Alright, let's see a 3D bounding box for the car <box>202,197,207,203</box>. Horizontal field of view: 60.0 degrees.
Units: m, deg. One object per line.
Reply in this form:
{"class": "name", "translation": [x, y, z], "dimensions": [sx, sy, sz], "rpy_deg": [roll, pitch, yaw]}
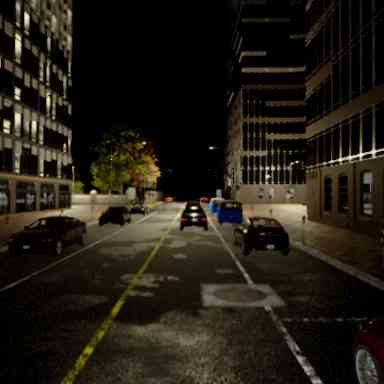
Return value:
{"class": "car", "translation": [2.776, 1.858, 74.540], "dimensions": [1.967, 1.590, 4.097], "rpy_deg": [0, 0, 0]}

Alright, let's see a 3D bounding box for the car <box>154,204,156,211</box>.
{"class": "car", "translation": [-5.769, 1.803, 43.656], "dimensions": [1.752, 1.417, 4.829], "rpy_deg": [0, 0, 0]}

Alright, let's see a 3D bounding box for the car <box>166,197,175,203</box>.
{"class": "car", "translation": [-5.593, 2.021, 85.909], "dimensions": [2.008, 1.369, 4.403], "rpy_deg": [0, 0, 0]}

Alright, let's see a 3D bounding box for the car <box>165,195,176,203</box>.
{"class": "car", "translation": [-5.599, 1.989, 80.226], "dimensions": [1.887, 1.381, 4.507], "rpy_deg": [0, 0, 0]}

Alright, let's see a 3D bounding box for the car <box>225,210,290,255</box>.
{"class": "car", "translation": [2.705, 1.667, 13.612], "dimensions": [2.008, 1.369, 4.403], "rpy_deg": [0, 0, 0]}

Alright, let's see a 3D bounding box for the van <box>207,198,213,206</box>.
{"class": "van", "translation": [2.815, 1.585, 36.415], "dimensions": [1.690, 1.788, 3.998], "rpy_deg": [0, 0, 0]}

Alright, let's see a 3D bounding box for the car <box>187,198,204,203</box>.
{"class": "car", "translation": [0.146, 1.741, 40.580], "dimensions": [1.882, 1.535, 5.008], "rpy_deg": [0, -1, 0]}

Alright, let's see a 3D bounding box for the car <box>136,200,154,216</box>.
{"class": "car", "translation": [-5.728, 1.811, 36.422], "dimensions": [1.947, 1.339, 4.313], "rpy_deg": [0, 0, 0]}

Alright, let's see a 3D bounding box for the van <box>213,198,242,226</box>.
{"class": "van", "translation": [2.721, 1.531, 25.019], "dimensions": [1.690, 1.788, 3.998], "rpy_deg": [0, 0, 0]}

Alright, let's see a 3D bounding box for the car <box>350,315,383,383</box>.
{"class": "car", "translation": [2.692, 1.603, 2.211], "dimensions": [1.802, 1.307, 4.206], "rpy_deg": [0, 0, 0]}

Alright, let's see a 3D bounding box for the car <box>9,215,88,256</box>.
{"class": "car", "translation": [-5.676, 1.662, 13.622], "dimensions": [1.887, 1.381, 4.507], "rpy_deg": [0, 0, 0]}

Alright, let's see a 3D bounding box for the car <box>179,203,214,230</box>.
{"class": "car", "translation": [0.125, 1.723, 22.527], "dimensions": [2.033, 1.411, 5.357], "rpy_deg": [0, 0, 0]}

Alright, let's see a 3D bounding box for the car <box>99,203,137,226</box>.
{"class": "car", "translation": [-5.661, 1.756, 25.026], "dimensions": [1.947, 1.339, 4.313], "rpy_deg": [0, 0, 0]}
